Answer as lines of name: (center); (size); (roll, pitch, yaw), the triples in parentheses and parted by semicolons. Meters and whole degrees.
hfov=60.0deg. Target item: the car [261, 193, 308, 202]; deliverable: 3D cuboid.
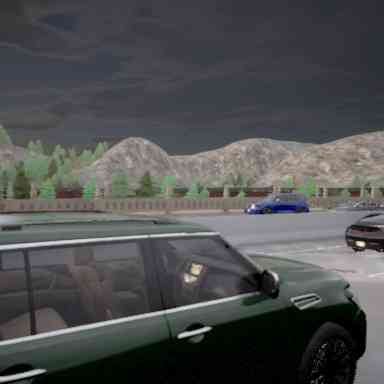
car: (7.051, 1.122, 27.434); (5.566, 2.045, 2.150); (0, 0, -23)

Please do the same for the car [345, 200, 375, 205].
car: (12.776, 1.410, 25.968); (4.902, 1.511, 2.128); (0, 0, -21)

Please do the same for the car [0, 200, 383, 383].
car: (-0.652, 1.205, 3.174); (5.566, 2.045, 2.150); (0, 0, -34)

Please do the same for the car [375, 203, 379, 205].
car: (15.670, 1.285, 23.326); (4.553, 1.767, 2.097); (0, 0, -20)
